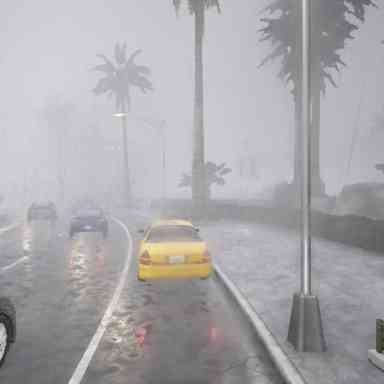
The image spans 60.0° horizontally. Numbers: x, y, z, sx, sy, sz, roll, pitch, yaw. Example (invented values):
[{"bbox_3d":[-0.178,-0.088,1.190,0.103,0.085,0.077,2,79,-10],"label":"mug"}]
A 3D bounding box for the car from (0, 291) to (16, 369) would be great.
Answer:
[{"bbox_3d":[-3.240,1.502,2.589,1.837,1.490,4.892,0,0,-2],"label":"car"}]

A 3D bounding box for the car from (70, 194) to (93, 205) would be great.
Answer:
[{"bbox_3d":[-10.696,1.343,32.336,2.097,1.767,4.553,0,0,-26],"label":"car"}]

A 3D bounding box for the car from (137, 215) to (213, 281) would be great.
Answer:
[{"bbox_3d":[-0.649,1.456,9.853,1.801,1.575,5.366,0,0,-7],"label":"car"}]

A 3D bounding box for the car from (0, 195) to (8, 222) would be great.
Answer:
[{"bbox_3d":[-14.412,1.209,23.295,2.150,2.045,5.566,0,0,-20],"label":"car"}]

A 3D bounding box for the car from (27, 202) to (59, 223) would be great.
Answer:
[{"bbox_3d":[-11.275,1.482,25.217,2.128,1.511,4.902,0,0,-20],"label":"car"}]

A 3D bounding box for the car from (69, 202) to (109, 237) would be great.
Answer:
[{"bbox_3d":[-5.560,1.521,18.173,1.812,1.442,4.674,0,0,-14],"label":"car"}]
